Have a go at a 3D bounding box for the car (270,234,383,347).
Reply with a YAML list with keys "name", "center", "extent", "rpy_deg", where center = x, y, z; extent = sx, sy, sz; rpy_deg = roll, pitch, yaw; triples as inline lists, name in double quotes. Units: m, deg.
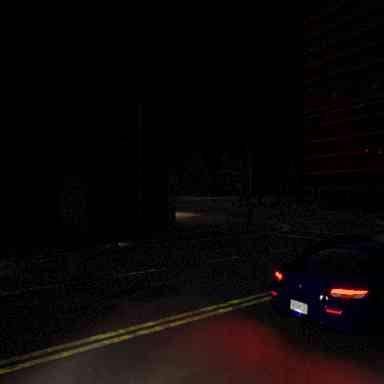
- name: "car"
  center: [3.453, 1.526, 6.234]
  extent: [4.674, 1.442, 1.812]
  rpy_deg: [0, 0, -35]
